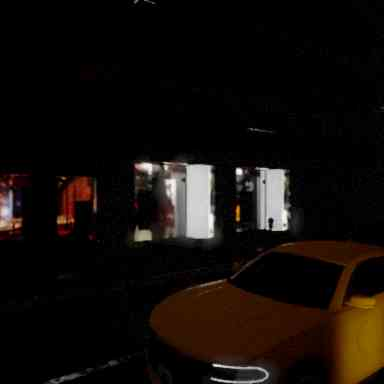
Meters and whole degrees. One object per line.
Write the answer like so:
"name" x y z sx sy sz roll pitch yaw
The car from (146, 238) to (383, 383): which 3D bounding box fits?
"car" 1.778 1.475 4.637 5.008 1.535 1.882 0 0 -36
